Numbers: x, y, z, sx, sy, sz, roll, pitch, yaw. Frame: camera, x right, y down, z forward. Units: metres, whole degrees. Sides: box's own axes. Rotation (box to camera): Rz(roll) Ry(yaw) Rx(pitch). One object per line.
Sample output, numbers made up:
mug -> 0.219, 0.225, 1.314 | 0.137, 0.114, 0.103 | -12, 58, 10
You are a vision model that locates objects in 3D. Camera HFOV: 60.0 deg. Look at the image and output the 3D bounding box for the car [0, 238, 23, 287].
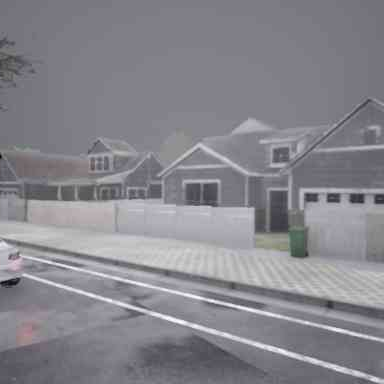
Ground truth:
car -> -5.780, 1.482, 7.922 | 4.674, 1.442, 1.812 | 1, 0, 37
